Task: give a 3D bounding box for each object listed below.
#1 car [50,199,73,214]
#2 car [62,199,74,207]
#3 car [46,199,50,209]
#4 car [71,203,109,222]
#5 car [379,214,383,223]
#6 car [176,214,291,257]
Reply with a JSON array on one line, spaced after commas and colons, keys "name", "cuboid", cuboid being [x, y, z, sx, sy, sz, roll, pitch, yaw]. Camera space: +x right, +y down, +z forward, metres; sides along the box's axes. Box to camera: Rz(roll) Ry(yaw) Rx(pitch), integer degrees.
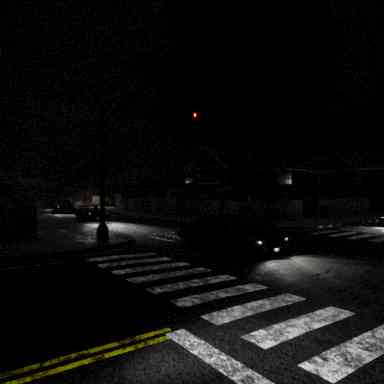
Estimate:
[{"name": "car", "cuboid": [-15.417, 1.660, 39.982, 2.097, 1.767, 4.553, 0, 0, -29]}, {"name": "car", "cuboid": [-23.734, 2.004, 63.590, 1.812, 1.442, 4.674, 0, 0, -23]}, {"name": "car", "cuboid": [-22.511, 1.888, 53.745, 1.994, 1.385, 4.181, 0, 0, -25]}, {"name": "car", "cuboid": [-8.673, 1.819, 28.644, 1.895, 1.301, 4.718, 0, 0, -32]}, {"name": "car", "cuboid": [14.552, 1.512, 22.055, 5.357, 1.411, 2.033, 0, 0, -36]}, {"name": "car", "cuboid": [1.411, 1.641, 13.773, 2.033, 1.411, 5.357, 0, 0, -36]}]
